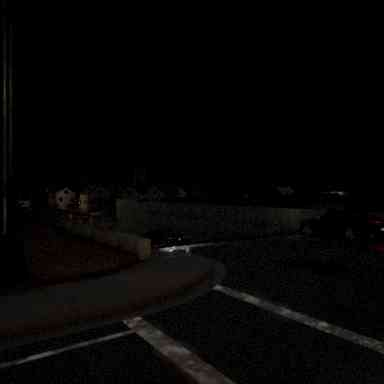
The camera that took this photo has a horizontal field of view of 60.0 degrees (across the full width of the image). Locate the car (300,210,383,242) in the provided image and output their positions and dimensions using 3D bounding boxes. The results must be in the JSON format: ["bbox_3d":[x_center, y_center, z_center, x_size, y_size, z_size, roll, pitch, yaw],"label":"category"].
[{"bbox_3d":[8.039,1.734,17.994,1.882,1.535,5.008,1,-3,-23],"label":"car"}]

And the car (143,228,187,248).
[{"bbox_3d":[-2.299,3.623,26.218,1.837,1.490,4.892,0,-10,-35],"label":"car"}]
